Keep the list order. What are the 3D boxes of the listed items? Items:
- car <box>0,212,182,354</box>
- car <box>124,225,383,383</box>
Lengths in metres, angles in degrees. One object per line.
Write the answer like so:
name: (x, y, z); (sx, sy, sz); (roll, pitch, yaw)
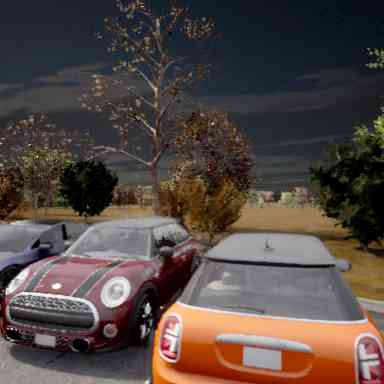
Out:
car: (-1.276, 1.344, 6.457); (2.185, 1.767, 4.553); (1, 0, 16)
car: (1.121, 1.354, 4.668); (2.185, 1.767, 4.553); (0, -1, 16)
